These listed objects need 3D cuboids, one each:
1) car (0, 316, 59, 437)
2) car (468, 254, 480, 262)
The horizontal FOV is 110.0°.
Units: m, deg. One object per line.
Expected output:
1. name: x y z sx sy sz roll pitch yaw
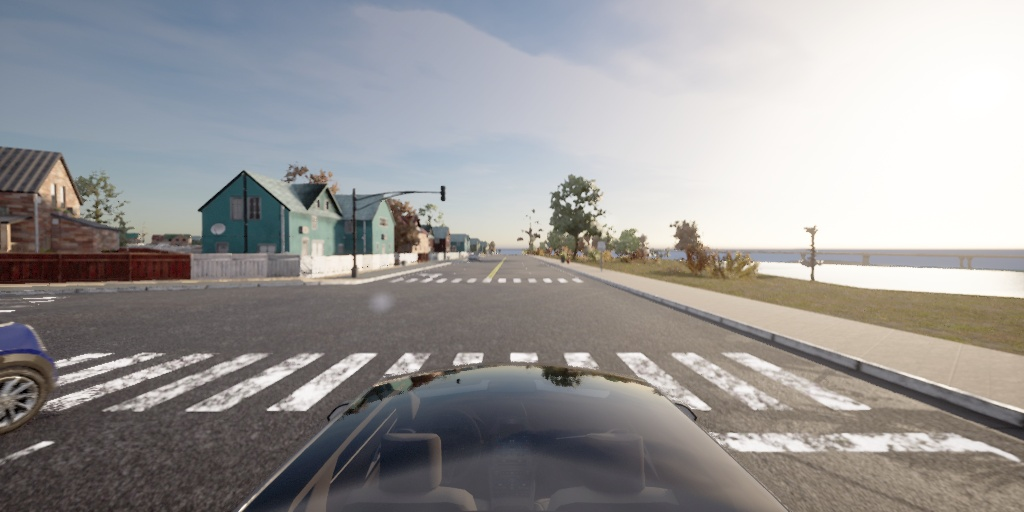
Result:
1. car: -6.500 1.090 2.256 2.097 1.767 4.553 0 1 0
2. car: -6.577 0.301 62.365 2.033 1.411 5.357 0 1 0
